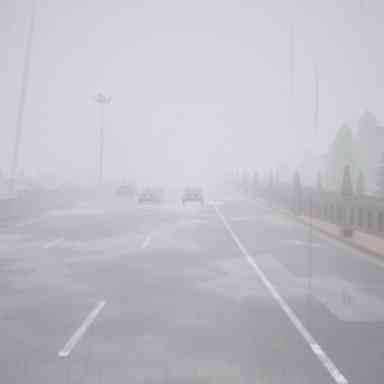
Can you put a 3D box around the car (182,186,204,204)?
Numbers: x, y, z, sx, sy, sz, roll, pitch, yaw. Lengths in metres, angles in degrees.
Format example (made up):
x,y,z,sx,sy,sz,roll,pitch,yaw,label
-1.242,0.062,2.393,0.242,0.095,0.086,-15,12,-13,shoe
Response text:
x,y,z,sx,sy,sz,roll,pitch,yaw,label
0.088,0.213,28.598,2.033,1.411,5.357,0,4,0,car

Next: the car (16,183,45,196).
x,y,z,sx,sy,sz,roll,pitch,yaw,label
-17.558,-0.294,36.748,1.994,1.385,4.181,0,4,0,car

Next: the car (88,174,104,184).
x,y,z,sx,sy,sz,roll,pitch,yaw,label
-20.938,-2.817,72.735,2.150,2.045,5.566,0,3,0,car

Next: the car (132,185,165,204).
x,y,z,sx,sy,sz,roll,pitch,yaw,label
-3.412,0.209,28.653,2.033,1.411,5.357,0,4,0,car

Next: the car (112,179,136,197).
x,y,z,sx,sy,sz,roll,pitch,yaw,label
-6.880,-0.301,35.759,2.128,1.511,4.902,0,4,0,car

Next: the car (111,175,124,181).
x,y,z,sx,sy,sz,roll,pitch,yaw,label
-17.433,-3.107,78.022,2.150,2.045,5.566,0,2,0,car

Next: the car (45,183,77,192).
x,y,z,sx,sy,sz,roll,pitch,yaw,label
-14.058,-0.293,36.745,1.994,1.385,4.181,0,4,0,car
